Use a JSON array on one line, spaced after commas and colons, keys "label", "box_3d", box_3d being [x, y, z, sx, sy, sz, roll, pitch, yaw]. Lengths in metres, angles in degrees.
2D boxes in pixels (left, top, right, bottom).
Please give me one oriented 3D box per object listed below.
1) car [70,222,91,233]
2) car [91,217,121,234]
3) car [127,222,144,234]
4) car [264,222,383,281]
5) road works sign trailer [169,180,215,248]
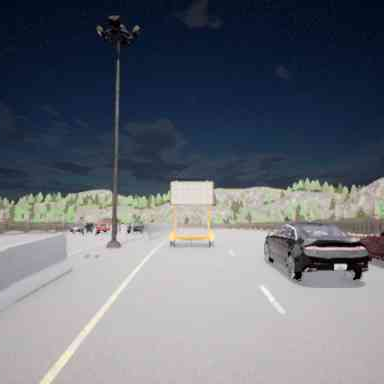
[{"label": "car", "box_3d": [-14.085, 4.547, 42.798, 2.128, 1.511, 4.902, 0, -6, 0]}, {"label": "car", "box_3d": [-10.589, 4.226, 42.292, 2.150, 2.045, 5.566, 0, -6, 0]}, {"label": "car", "box_3d": [-7.090, 4.570, 42.468, 2.033, 1.411, 5.357, 0, -6, 0]}, {"label": "car", "box_3d": [3.600, 1.706, 10.488, 2.128, 1.511, 4.902, 0, -2, 0]}, {"label": "road works sign trailer", "box_3d": [0.000, 1.120, 18.110, 2.380, 3.560, 2.880, 0, -4, 0]}]
